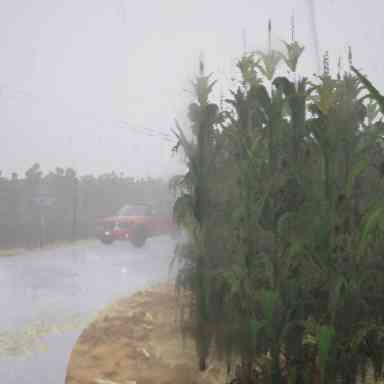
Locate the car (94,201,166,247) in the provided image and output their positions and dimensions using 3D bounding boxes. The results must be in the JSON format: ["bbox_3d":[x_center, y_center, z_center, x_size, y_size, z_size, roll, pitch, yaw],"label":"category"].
[{"bbox_3d":[-2.429,1.505,17.097,2.150,2.045,5.566,-1,-1,28],"label":"car"}]
